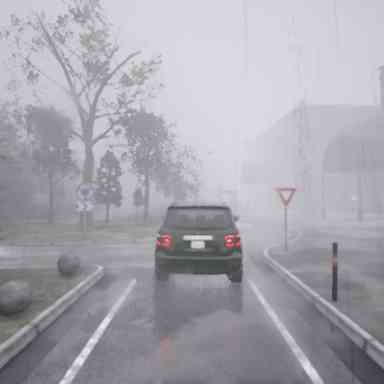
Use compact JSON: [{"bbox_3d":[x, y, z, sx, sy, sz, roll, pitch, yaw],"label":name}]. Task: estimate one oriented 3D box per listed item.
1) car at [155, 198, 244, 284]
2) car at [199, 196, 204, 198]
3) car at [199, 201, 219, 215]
[{"bbox_3d":[0.268,1.300,10.010,2.150,2.045,5.566,0,-1,3],"label":"car"},{"bbox_3d":[2.186,1.814,80.108,2.128,1.511,4.902,0,0,4],"label":"car"},{"bbox_3d":[2.251,2.062,44.467,2.128,1.511,4.902,0,1,-4],"label":"car"}]
